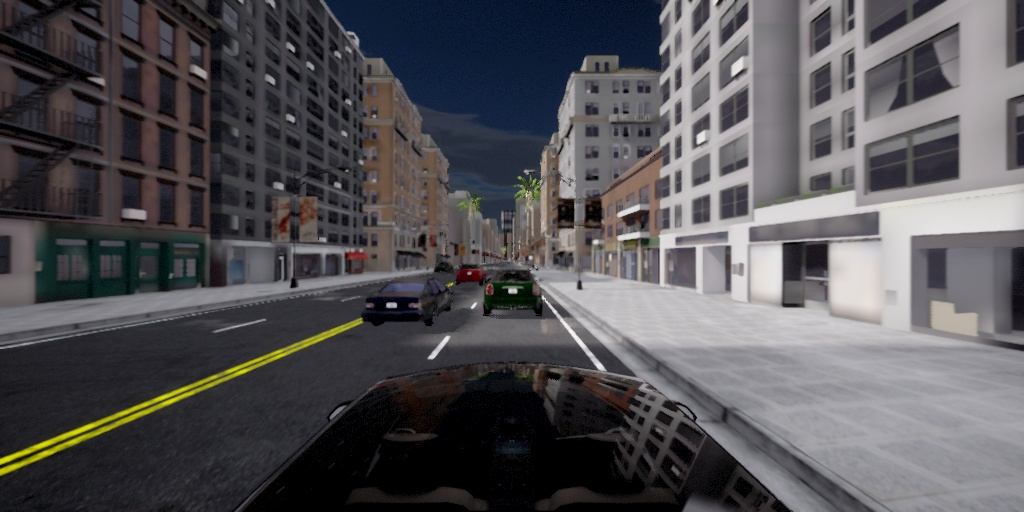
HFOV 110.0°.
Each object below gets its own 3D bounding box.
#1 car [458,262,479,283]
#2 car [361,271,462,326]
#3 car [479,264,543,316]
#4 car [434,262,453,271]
[{"bbox_3d":[-3.205,1.369,29.173,2.097,1.767,4.553,0,-1,0],"label":"car"},{"bbox_3d":[-3.222,1.397,12.143,2.033,1.411,5.357,0,-1,0],"label":"car"},{"bbox_3d":[0.046,1.221,14.189,2.097,1.767,4.553,0,-1,0],"label":"car"},{"bbox_3d":[-9.838,1.604,51.765,2.097,1.767,4.553,0,-1,0],"label":"car"}]
